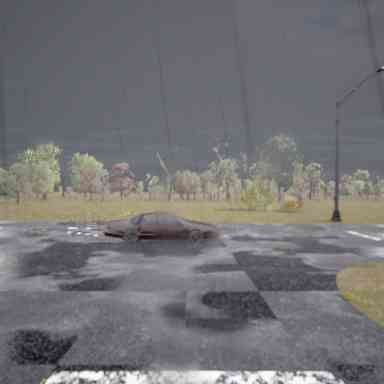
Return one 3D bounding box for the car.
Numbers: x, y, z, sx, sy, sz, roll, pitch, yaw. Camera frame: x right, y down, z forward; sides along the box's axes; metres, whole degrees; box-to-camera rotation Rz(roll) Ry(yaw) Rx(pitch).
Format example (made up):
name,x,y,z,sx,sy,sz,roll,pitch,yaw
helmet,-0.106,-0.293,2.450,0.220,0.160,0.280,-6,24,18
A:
name,x,y,z,sx,sy,sz,roll,pitch,yaw
car,-1.460,1.681,16.061,5.357,1.411,2.033,0,0,0
